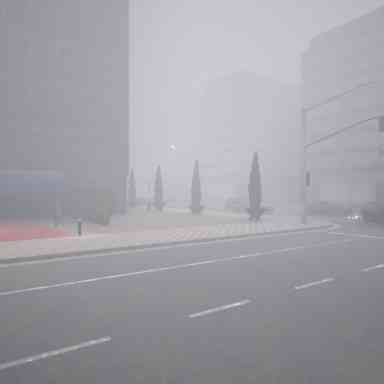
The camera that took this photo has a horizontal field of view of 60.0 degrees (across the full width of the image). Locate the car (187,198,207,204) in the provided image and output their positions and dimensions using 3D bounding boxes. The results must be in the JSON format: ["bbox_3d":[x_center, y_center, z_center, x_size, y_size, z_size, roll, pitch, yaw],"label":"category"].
[{"bbox_3d":[0.921,1.564,61.417,1.994,1.385,4.181,0,0,-34],"label":"car"}]

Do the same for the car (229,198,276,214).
[{"bbox_3d":[6.434,1.601,34.844,1.895,1.301,4.718,0,0,-35],"label":"car"}]

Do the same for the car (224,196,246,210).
[{"bbox_3d":[6.045,1.352,41.517,2.097,1.767,4.553,0,0,-35],"label":"car"}]

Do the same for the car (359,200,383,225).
[{"bbox_3d":[12.797,1.352,21.234,2.097,1.767,4.553,0,0,-5],"label":"car"}]

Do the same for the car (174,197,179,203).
[{"bbox_3d":[-4.736,1.600,69.582,1.895,1.301,4.718,0,0,-34],"label":"car"}]

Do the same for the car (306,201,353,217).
[{"bbox_3d":[13.013,1.563,31.689,1.994,1.385,4.181,0,0,-36],"label":"car"}]

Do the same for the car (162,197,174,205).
[{"bbox_3d":[-5.775,1.477,58.514,1.882,1.535,5.008,0,0,-35],"label":"car"}]

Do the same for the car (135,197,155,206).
[{"bbox_3d":[-8.177,1.547,55.828,2.033,1.411,5.357,0,0,-35],"label":"car"}]
